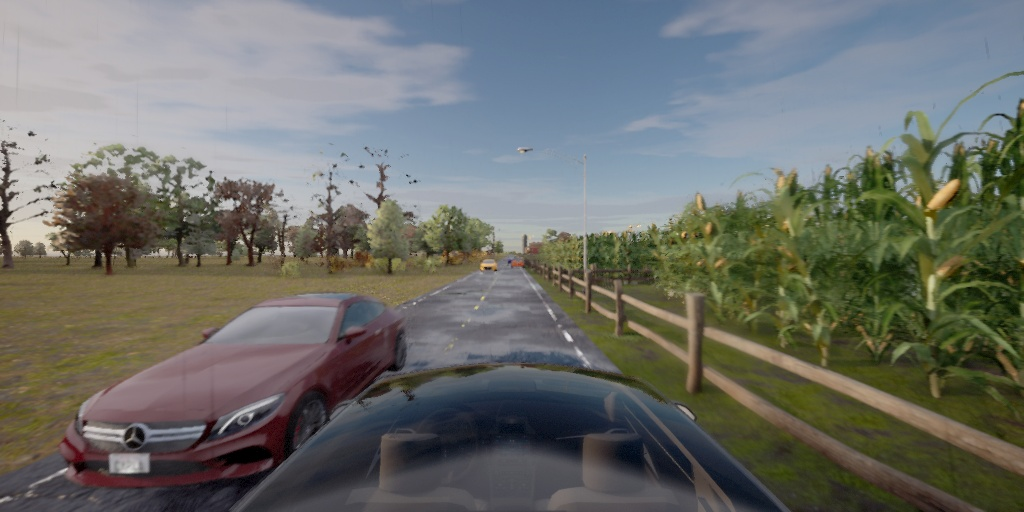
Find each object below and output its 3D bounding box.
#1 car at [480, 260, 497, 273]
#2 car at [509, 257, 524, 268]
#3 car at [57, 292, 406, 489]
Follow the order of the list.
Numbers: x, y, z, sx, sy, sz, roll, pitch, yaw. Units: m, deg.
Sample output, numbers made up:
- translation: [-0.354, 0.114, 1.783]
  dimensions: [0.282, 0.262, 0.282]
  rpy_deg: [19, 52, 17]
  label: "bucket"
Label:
- translation: [-2.814, 1.197, 44.274]
  dimensions: [1.882, 1.535, 5.008]
  rpy_deg: [0, 0, 0]
  label: "car"
- translation: [0.928, 1.045, 57.992]
  dimensions: [2.097, 1.767, 4.553]
  rpy_deg: [0, 0, 1]
  label: "car"
- translation: [-2.828, 1.276, 4.969]
  dimensions: [1.812, 1.442, 4.674]
  rpy_deg: [0, 0, 0]
  label: "car"
